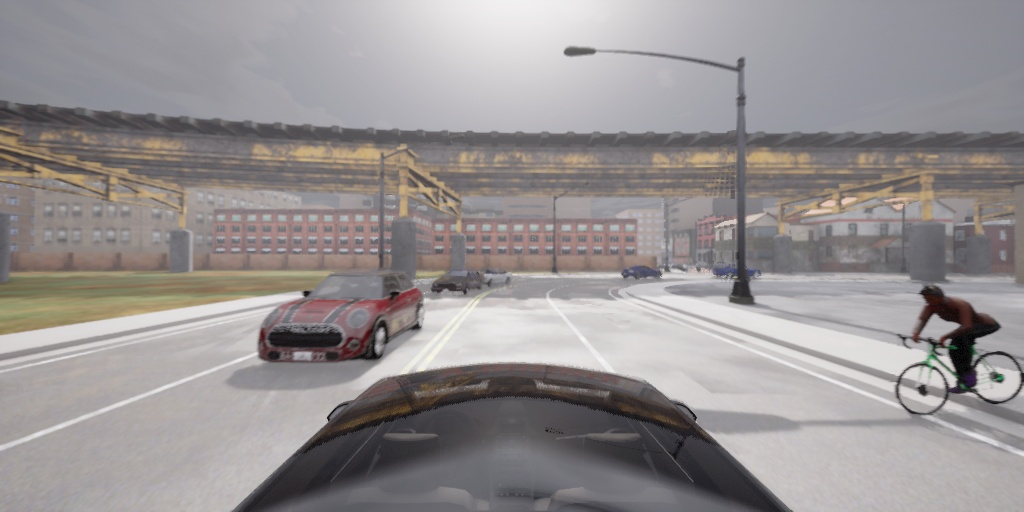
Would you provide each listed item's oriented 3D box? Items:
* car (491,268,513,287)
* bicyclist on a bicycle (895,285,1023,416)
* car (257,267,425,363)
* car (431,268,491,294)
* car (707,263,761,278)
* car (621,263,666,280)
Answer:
[{"bbox_3d":[-1.657,1.559,26.777,1.895,1.301,4.718,0,-1,23],"label":"car"},{"bbox_3d":[5.629,1.171,4.574,1.656,1.620,0.582,-9,0,0],"label":"bicyclist on a bicycle"},{"bbox_3d":[-3.563,1.141,8.395,2.097,1.767,4.553,0,0,1],"label":"car"},{"bbox_3d":[-3.072,1.464,21.880,2.033,1.411,5.357,0,0,11],"label":"car"},{"bbox_3d":[24.959,1.662,39.841,5.008,1.535,1.882,0,0,-4],"label":"car"},{"bbox_3d":[13.306,1.631,36.923,4.674,1.442,1.812,1,-1,-28],"label":"car"}]
